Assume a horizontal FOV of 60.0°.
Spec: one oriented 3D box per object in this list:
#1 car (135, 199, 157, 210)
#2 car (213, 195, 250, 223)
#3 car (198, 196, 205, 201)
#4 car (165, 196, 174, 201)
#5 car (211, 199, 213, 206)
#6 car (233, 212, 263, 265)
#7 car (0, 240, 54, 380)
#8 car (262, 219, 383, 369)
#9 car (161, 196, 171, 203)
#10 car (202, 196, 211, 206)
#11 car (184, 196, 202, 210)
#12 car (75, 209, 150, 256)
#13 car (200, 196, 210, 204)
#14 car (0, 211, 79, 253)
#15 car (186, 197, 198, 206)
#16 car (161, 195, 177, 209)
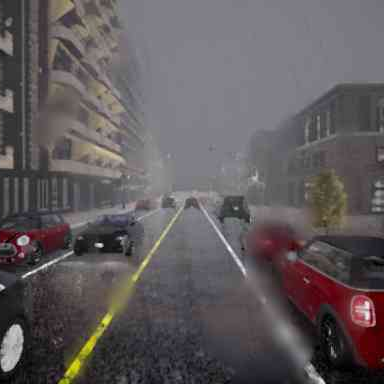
[{"bbox_3d":[-5.694,1.588,39.860,1.887,1.381,4.507,-1,0,0],"label":"car"},{"bbox_3d":[3.110,1.255,26.030,2.150,2.045,5.566,0,0,0],"label":"car"},{"bbox_3d":[2.693,1.692,90.927,1.802,1.307,4.206,-1,0,0],"label":"car"},{"bbox_3d":[-5.688,1.669,85.280,1.947,1.339,4.313,-1,0,0],"label":"car"},{"bbox_3d":[3.152,1.560,33.000,1.812,1.442,4.674,0,0,0],"label":"car"},{"bbox_3d":[2.682,1.593,11.443,1.802,1.307,4.206,-1,0,0],"label":"car"},{"bbox_3d":[-3.096,1.509,2.690,1.837,1.490,4.892,0,0,0],"label":"car"},{"bbox_3d":[2.701,1.446,5.768,1.967,1.590,4.097,-1,0,0],"label":"car"},{"bbox_3d":[-5.690,1.632,73.925,1.887,1.381,4.507,-1,0,0],"label":"car"},{"bbox_3d":[2.688,1.589,57.032,1.752,1.417,4.829,-1,0,0],"label":"car"},{"bbox_3d":[0.026,1.568,44.046,1.837,1.490,4.892,0,0,1],"label":"car"},{"bbox_3d":[-3.058,1.578,13.042,1.994,1.385,4.181,0,0,1],"label":"car"},{"bbox_3d":[2.689,1.623,68.217,1.887,1.381,4.507,-1,0,0],"label":"car"},{"bbox_3d":[-5.684,1.452,11.472,1.967,1.590,4.097,-1,0,0],"label":"car"},{"bbox_3d":[0.027,1.641,59.997,2.033,1.411,5.357,0,0,0],"label":"car"},{"bbox_3d":[-3.070,1.556,45.329,1.837,1.490,4.892,0,-1,0],"label":"car"}]
